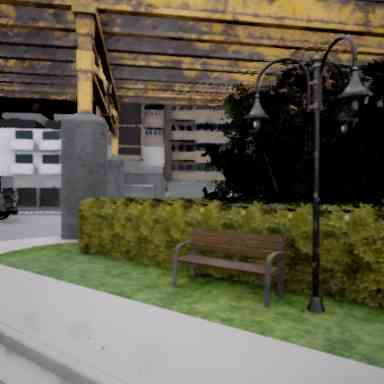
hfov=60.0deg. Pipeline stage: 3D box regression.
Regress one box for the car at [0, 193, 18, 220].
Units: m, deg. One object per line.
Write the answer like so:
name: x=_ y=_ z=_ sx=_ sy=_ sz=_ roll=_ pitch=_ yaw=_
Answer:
car: x=-15.659 y=1.086 z=23.995 sx=5.566 sy=2.045 sz=2.150 roll=0 pitch=0 yaw=-9
